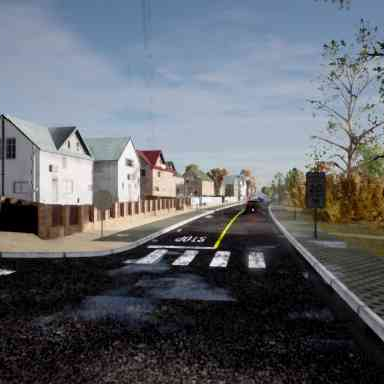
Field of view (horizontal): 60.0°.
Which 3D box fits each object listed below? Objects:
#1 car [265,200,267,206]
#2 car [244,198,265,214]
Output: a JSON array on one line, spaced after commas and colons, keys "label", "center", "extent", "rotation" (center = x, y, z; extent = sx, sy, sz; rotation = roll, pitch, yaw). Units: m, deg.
[{"label": "car", "center": [12.678, 1.787, 61.275], "extent": [1.812, 1.442, 4.674], "rotation": [0, -1, 15]}, {"label": "car", "center": [6.856, 1.602, 36.894], "extent": [1.837, 1.490, 4.892], "rotation": [0, 0, 12]}]
